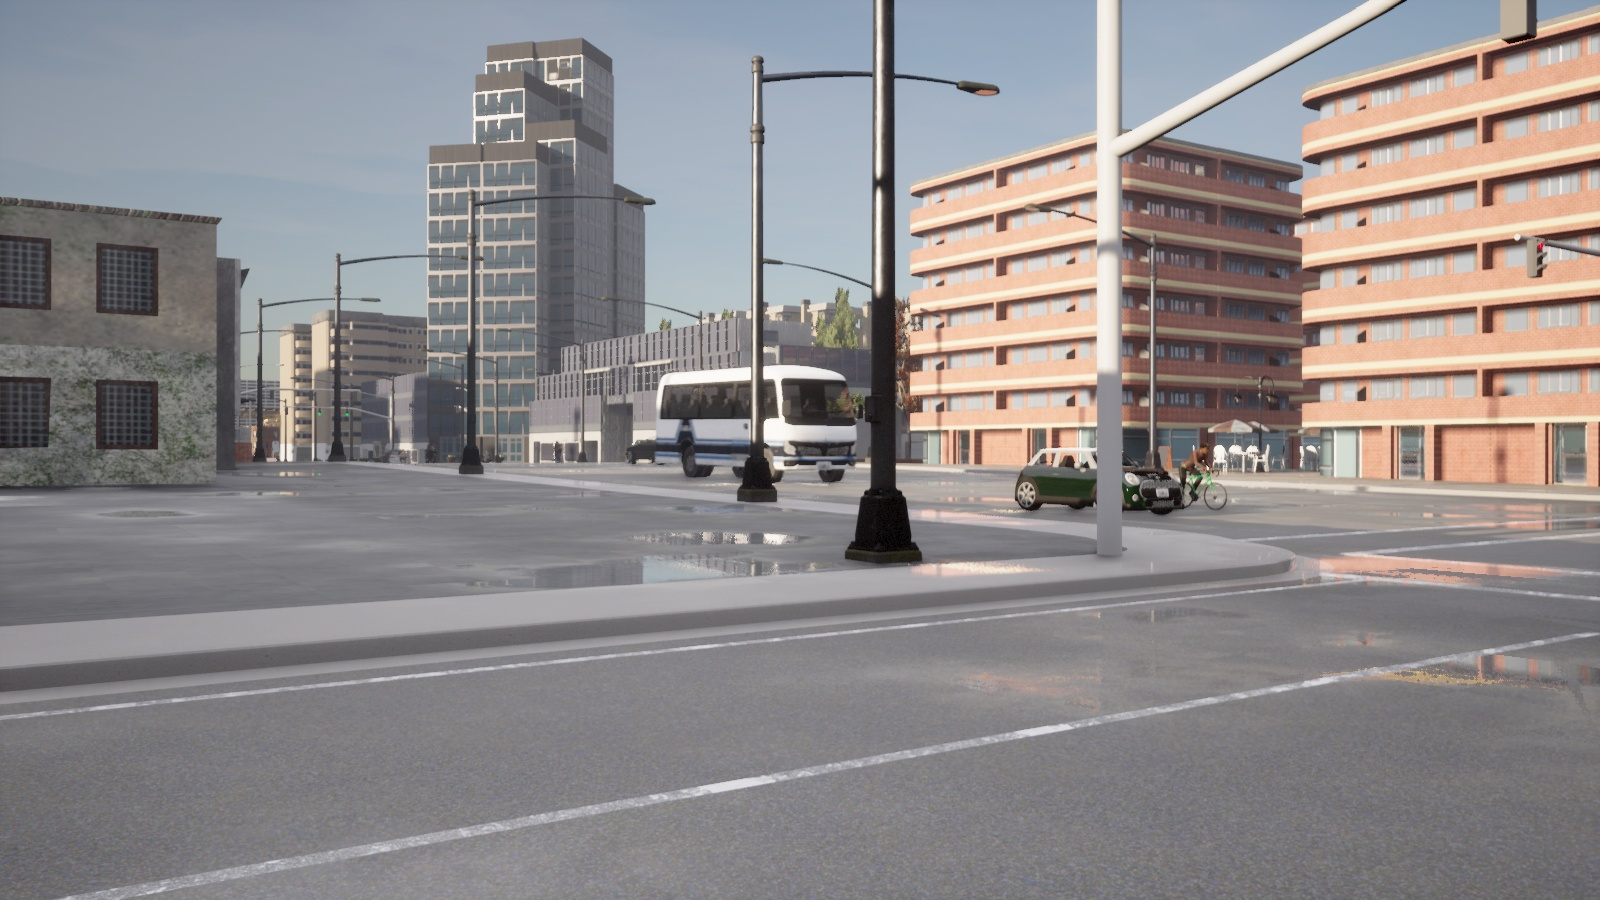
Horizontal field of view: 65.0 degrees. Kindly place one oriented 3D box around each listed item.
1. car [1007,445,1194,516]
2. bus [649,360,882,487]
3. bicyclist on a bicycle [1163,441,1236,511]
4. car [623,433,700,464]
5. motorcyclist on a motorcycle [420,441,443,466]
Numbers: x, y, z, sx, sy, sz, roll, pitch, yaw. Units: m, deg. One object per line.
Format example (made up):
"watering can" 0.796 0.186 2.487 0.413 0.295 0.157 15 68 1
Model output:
"car" 6.768 0.628 28.573 1.970 1.475 3.806 0 1 -33
"bus" -1.594 -0.977 47.476 3.944 4.253 10.273 0 1 -34
"bicyclist on a bicycle" 9.688 0.608 30.501 0.582 1.620 1.656 0 1 -34
"car" -7.674 -0.118 69.154 2.152 1.651 5.027 0 0 -34
"motorcyclist on a motorcycle" -23.635 0.234 80.474 0.797 1.523 2.044 0 -1 -34
